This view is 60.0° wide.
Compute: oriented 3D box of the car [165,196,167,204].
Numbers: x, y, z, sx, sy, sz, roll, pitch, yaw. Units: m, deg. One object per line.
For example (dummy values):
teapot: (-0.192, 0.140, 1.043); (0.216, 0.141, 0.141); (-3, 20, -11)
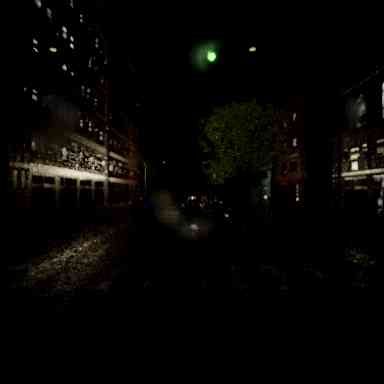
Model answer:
car: (-5.661, 1.566, 53.892); (1.947, 1.339, 4.313); (0, 0, 0)

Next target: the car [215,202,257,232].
car: (2.701, 1.542, 19.704); (2.008, 1.369, 4.403); (0, 0, 0)

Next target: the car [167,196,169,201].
car: (-5.658, 1.557, 59.588); (2.008, 1.369, 4.403); (0, 0, 0)

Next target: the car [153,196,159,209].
car: (-5.668, 1.575, 42.498); (1.802, 1.307, 4.206); (0, 0, 0)

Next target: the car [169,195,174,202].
car: (-5.649, 1.552, 76.509); (1.752, 1.417, 4.829); (0, 0, 0)

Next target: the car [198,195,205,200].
car: (2.741, 1.598, 93.761); (1.887, 1.381, 4.507); (0, 0, 0)

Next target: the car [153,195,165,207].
car: (-5.665, 1.311, 48.195); (2.192, 1.841, 5.009); (0, 0, 0)

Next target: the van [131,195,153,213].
van: (-5.671, 1.332, 36.801); (1.690, 1.788, 3.998); (0, 0, 0)

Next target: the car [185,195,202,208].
car: (0.027, 1.559, 46.889); (1.994, 1.385, 4.181); (0, 0, 0)

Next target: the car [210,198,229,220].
car: (2.704, 1.431, 25.402); (1.967, 1.590, 4.097); (0, 0, 0)

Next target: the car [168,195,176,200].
car: (-5.639, 1.620, 93.769); (1.947, 1.339, 4.313); (0, 0, 0)

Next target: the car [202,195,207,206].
car: (2.716, 1.546, 48.189); (2.008, 1.369, 4.403); (0, 0, 0)

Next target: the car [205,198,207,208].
car: (2.710, 1.572, 36.795); (1.802, 1.307, 4.206); (0, 0, 0)

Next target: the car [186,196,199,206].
car: (0.033, 1.495, 56.896); (2.128, 1.511, 4.902); (0, 0, 0)

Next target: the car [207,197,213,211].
car: (2.707, 1.430, 31.098); (1.967, 1.590, 4.097); (0, 0, 0)

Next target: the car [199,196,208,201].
car: (2.735, 1.585, 82.369); (2.008, 1.369, 4.403); (0, 0, 0)
